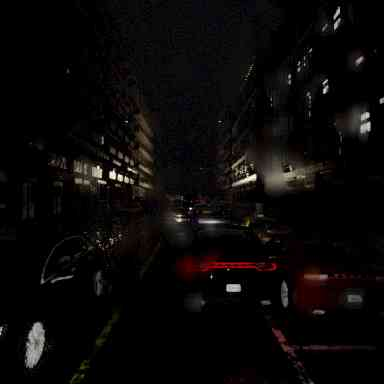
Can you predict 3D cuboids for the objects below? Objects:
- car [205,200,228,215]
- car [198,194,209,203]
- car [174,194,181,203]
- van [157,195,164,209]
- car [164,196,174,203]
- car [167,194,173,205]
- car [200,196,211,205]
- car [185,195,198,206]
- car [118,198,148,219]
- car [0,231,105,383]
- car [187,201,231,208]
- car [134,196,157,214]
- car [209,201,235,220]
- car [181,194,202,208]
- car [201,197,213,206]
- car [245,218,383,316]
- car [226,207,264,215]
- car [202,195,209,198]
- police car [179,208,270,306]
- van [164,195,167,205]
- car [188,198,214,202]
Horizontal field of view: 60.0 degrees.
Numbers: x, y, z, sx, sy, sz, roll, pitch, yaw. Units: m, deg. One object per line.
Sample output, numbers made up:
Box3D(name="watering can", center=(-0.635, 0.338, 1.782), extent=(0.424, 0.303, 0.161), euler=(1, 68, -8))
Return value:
Box3D(name="car", center=(2.536, 1.604, 35.136), extent=(2.008, 1.369, 4.403), euler=(1, 0, 0))
Box3D(name="car", center=(2.454, 1.498, 73.852), extent=(2.192, 1.841, 5.009), euler=(1, 0, 0))
Box3D(name="car", center=(-2.845, 1.518, 69.911), extent=(2.097, 1.767, 4.553), euler=(0, 0, 0))
Box3D(name="van", center=(-5.354, 1.423, 46.248), extent=(1.690, 1.788, 3.998), euler=(2, 0, 0))
Box3D(name="car", center=(-5.405, 1.774, 79.432), extent=(1.947, 1.339, 4.313), euler=(1, 0, 0))
Box3D(name="car", center=(-5.376, 1.454, 62.841), extent=(2.192, 1.841, 5.009), euler=(1, 0, 0))
Box3D(name="car", center=(2.508, 1.579, 62.790), extent=(1.967, 1.590, 4.097), euler=(1, 0, 0))
Box3D(name="car", center=(-0.080, 1.476, 58.843), extent=(2.097, 1.767, 4.553), euler=(0, 0, 0))
Box3D(name="car", center=(-5.336, 1.567, 29.487), extent=(1.752, 1.417, 4.829), euler=(2, 0, 0))
Box3D(name="car", center=(-2.857, 1.509, 5.614), extent=(1.837, 1.490, 4.892), euler=(0, 0, 0))
Box3D(name="car", center=(0.800, 1.498, 18.150), extent=(1.882, 1.535, 5.008), euler=(0, 0, 0))
Box3D(name="car", center=(-5.338, 1.369, 35.189), extent=(2.192, 1.841, 5.009), euler=(2, 0, 0))
Box3D(name="car", center=(2.544, 1.587, 29.605), extent=(1.887, 1.381, 4.507), euler=(1, 0, 0))
Box3D(name="car", center=(-0.053, 1.299, 44.950), extent=(2.150, 2.045, 5.566), euler=(0, 0, 0))
Box3D(name="car", center=(2.506, 1.663, 57.258), extent=(1.887, 1.381, 4.507), euler=(1, 0, 0))
Box3D(name="car", center=(2.574, 1.551, 7.482), extent=(1.887, 1.381, 4.507), euler=(1, 0, 0))
Box3D(name="car", center=(2.567, 1.538, 13.184), extent=(1.752, 1.417, 4.829), euler=(1, 0, 0))
Box3D(name="car", center=(2.514, 1.644, 51.728), extent=(1.887, 1.381, 4.507), euler=(1, 0, 0))
Box3D(name="police car", center=(0.698, 1.432, 8.255), extent=(1.930, 1.638, 5.238), euler=(0, 0, 0))
Box3D(name="van", center=(-5.362, 1.441, 51.780), extent=(1.690, 1.788, 3.998), euler=(1, 0, 0))
Box3D(name="car", center=(0.792, 1.486, 24.344), extent=(1.801, 1.575, 5.366), euler=(0, 0, 0))
